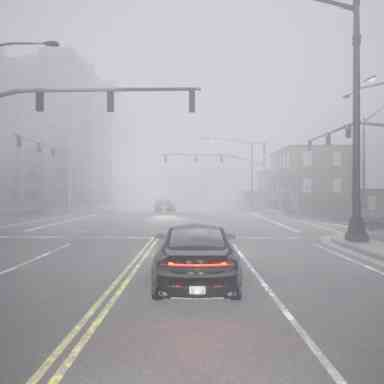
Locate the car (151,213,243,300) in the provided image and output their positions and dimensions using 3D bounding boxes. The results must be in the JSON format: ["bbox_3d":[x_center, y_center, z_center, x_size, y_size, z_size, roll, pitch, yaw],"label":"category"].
[{"bbox_3d":[0.095,1.503,8.353,1.837,1.490,4.892,0,0,0],"label":"car"}]

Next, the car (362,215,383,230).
[{"bbox_3d":[16.051,2.650,28.237,4.181,1.385,1.994,8,0,0],"label":"car"}]

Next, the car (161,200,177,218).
[{"bbox_3d":[-3.634,2.776,52.696,2.150,2.045,5.566,0,-10,0],"label":"car"}]

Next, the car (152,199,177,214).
[{"bbox_3d":[-3.067,1.437,34.562,2.128,1.511,4.902,0,0,-9],"label":"car"}]
